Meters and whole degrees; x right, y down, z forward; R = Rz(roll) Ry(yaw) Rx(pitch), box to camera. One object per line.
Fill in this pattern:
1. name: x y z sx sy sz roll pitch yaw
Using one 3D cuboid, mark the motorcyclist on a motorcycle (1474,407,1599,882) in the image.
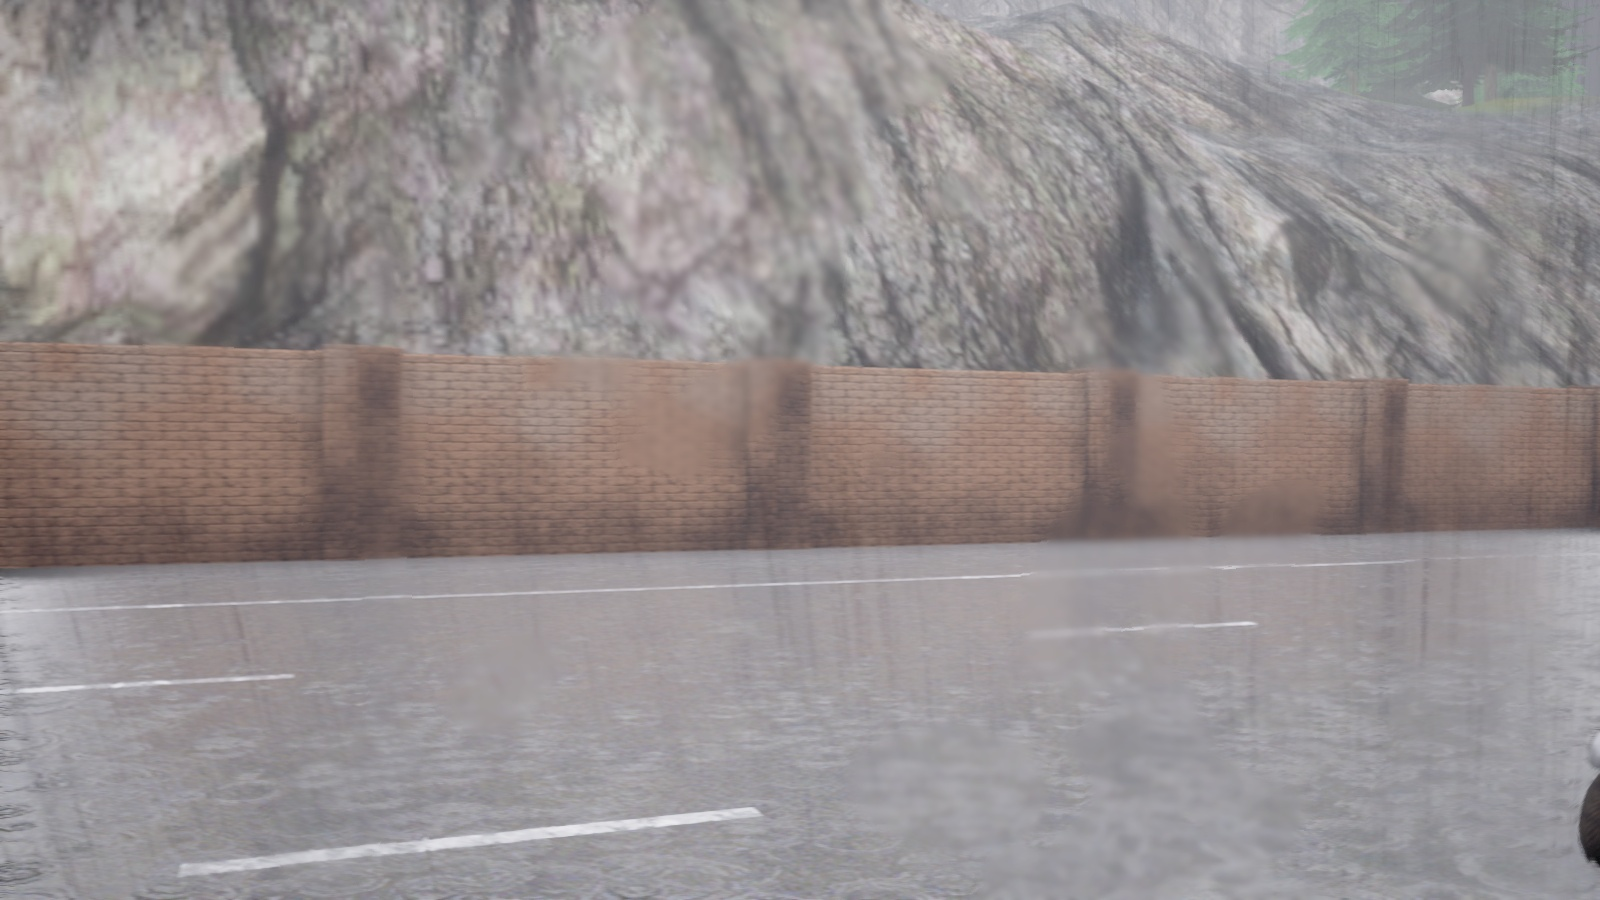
1. motorcyclist on a motorcycle: 3.500 0.639 4.569 1.817 1.590 0.866 -1 1 -21
